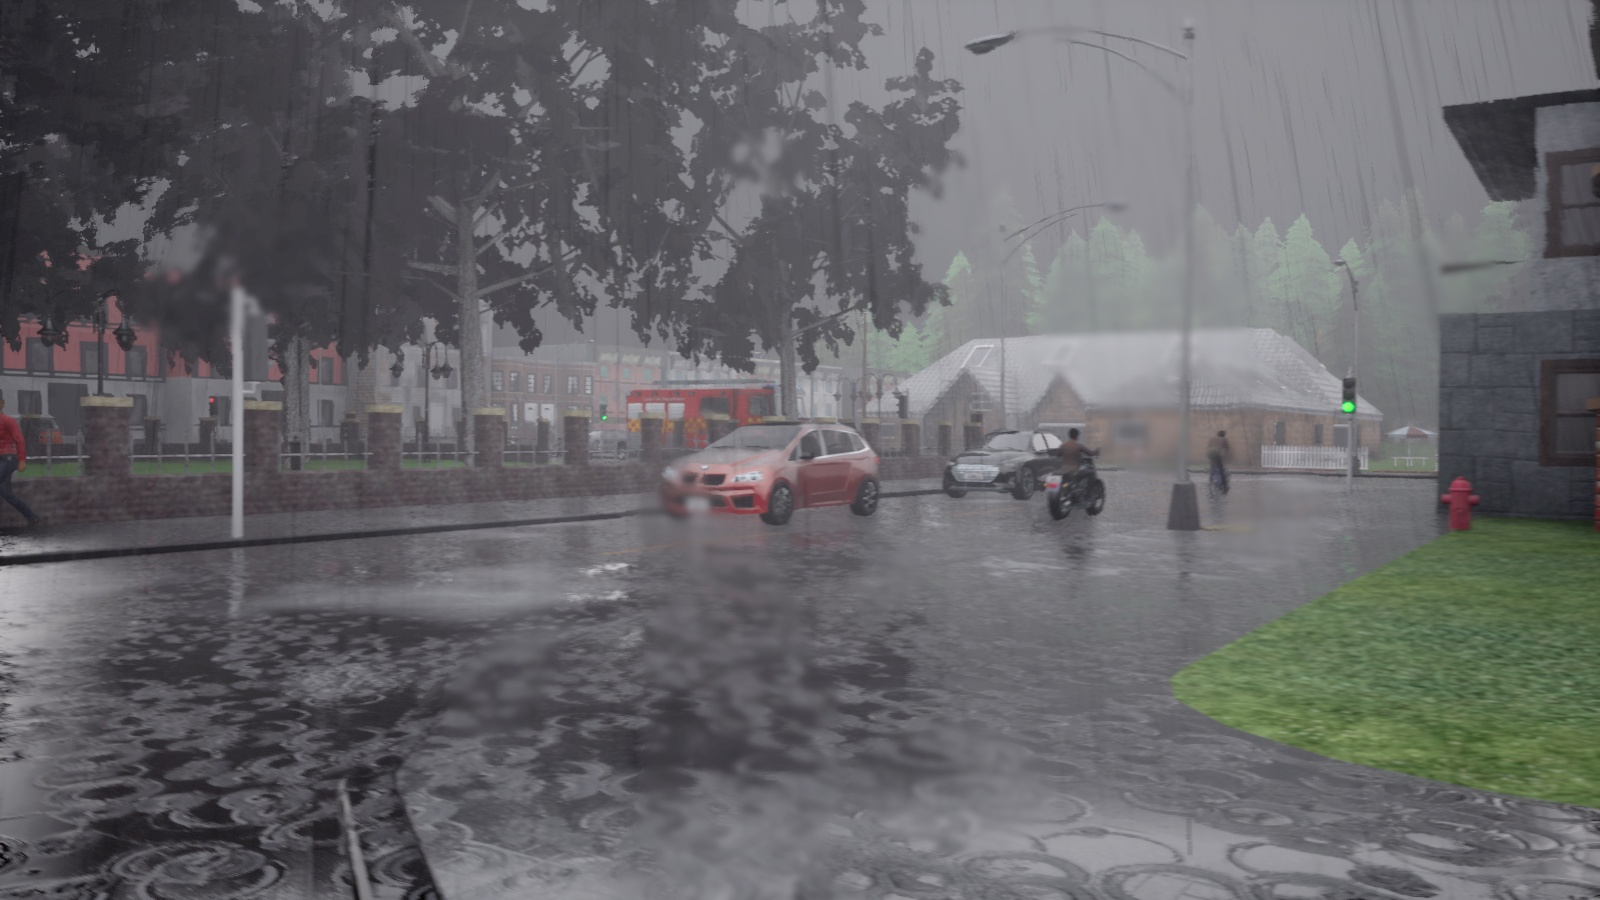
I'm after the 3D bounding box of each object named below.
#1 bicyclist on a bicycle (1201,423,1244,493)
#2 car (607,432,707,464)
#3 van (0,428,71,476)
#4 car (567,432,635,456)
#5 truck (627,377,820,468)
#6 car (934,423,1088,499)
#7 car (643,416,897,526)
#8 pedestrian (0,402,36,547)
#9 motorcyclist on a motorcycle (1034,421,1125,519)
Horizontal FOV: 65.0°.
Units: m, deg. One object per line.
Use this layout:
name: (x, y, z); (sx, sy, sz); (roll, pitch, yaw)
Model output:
bicyclist on a bicycle: (10.151, 0.176, 30.146); (0.582, 1.620, 1.656); (0, 0, 34)
car: (-7.249, -0.096, 63.441); (5.008, 1.535, 1.882); (0, 1, 34)
van: (-33.700, 0.064, 53.255); (1.775, 1.987, 4.442); (0, 1, 34)
car: (-14.189, -0.442, 89.853); (2.033, 1.649, 4.856); (0, 1, 34)
truck: (-3.492, -1.170, 55.951); (8.468, 3.827, 2.891); (0, 1, 32)
car: (5.144, 0.201, 30.034); (2.033, 1.649, 4.856); (0, 1, 31)
car: (-0.372, 0.281, 21.659); (2.242, 1.667, 4.611); (0, 1, 31)
pedestrian: (-10.319, 0.313, 16.241); (0.331, 1.846, 0.636); (0, 1, 34)
motorcyclist on a motorcycle: (5.020, 0.327, 22.427); (0.766, 1.649, 2.350); (0, 1, 34)
